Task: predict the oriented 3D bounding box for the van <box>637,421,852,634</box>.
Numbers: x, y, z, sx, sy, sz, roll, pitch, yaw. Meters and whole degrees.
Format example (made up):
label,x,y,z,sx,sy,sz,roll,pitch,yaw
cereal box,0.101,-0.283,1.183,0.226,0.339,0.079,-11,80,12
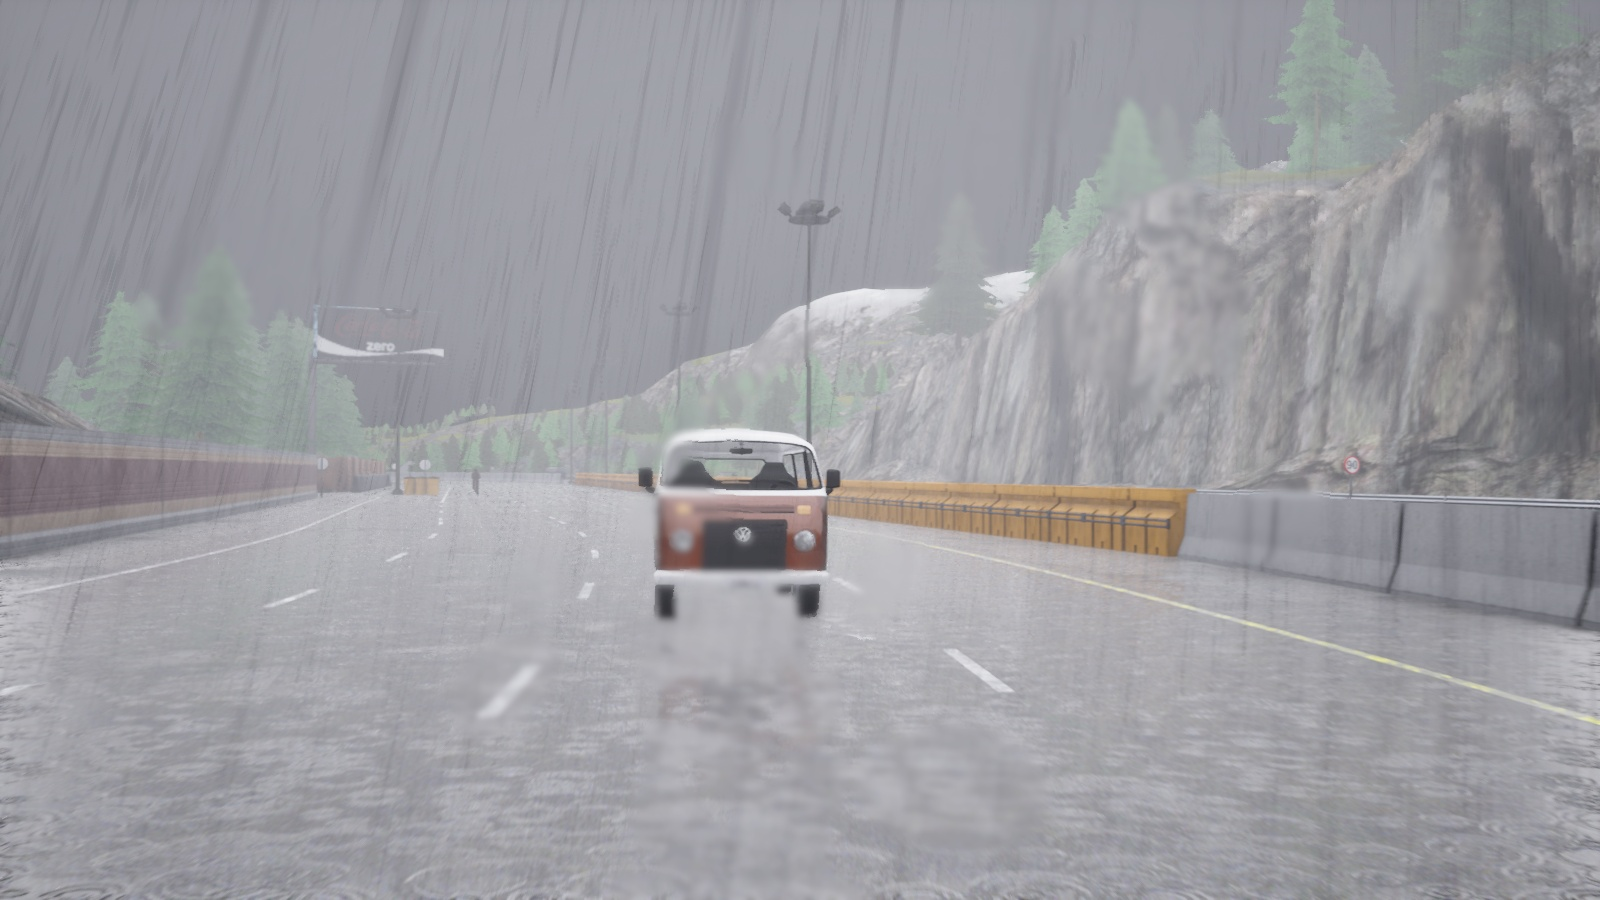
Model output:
label,x,y,z,sx,sy,sz,roll,pitch,yaw
van,-0.772,0.783,14.362,2.069,2.038,4.480,0,-1,-6
